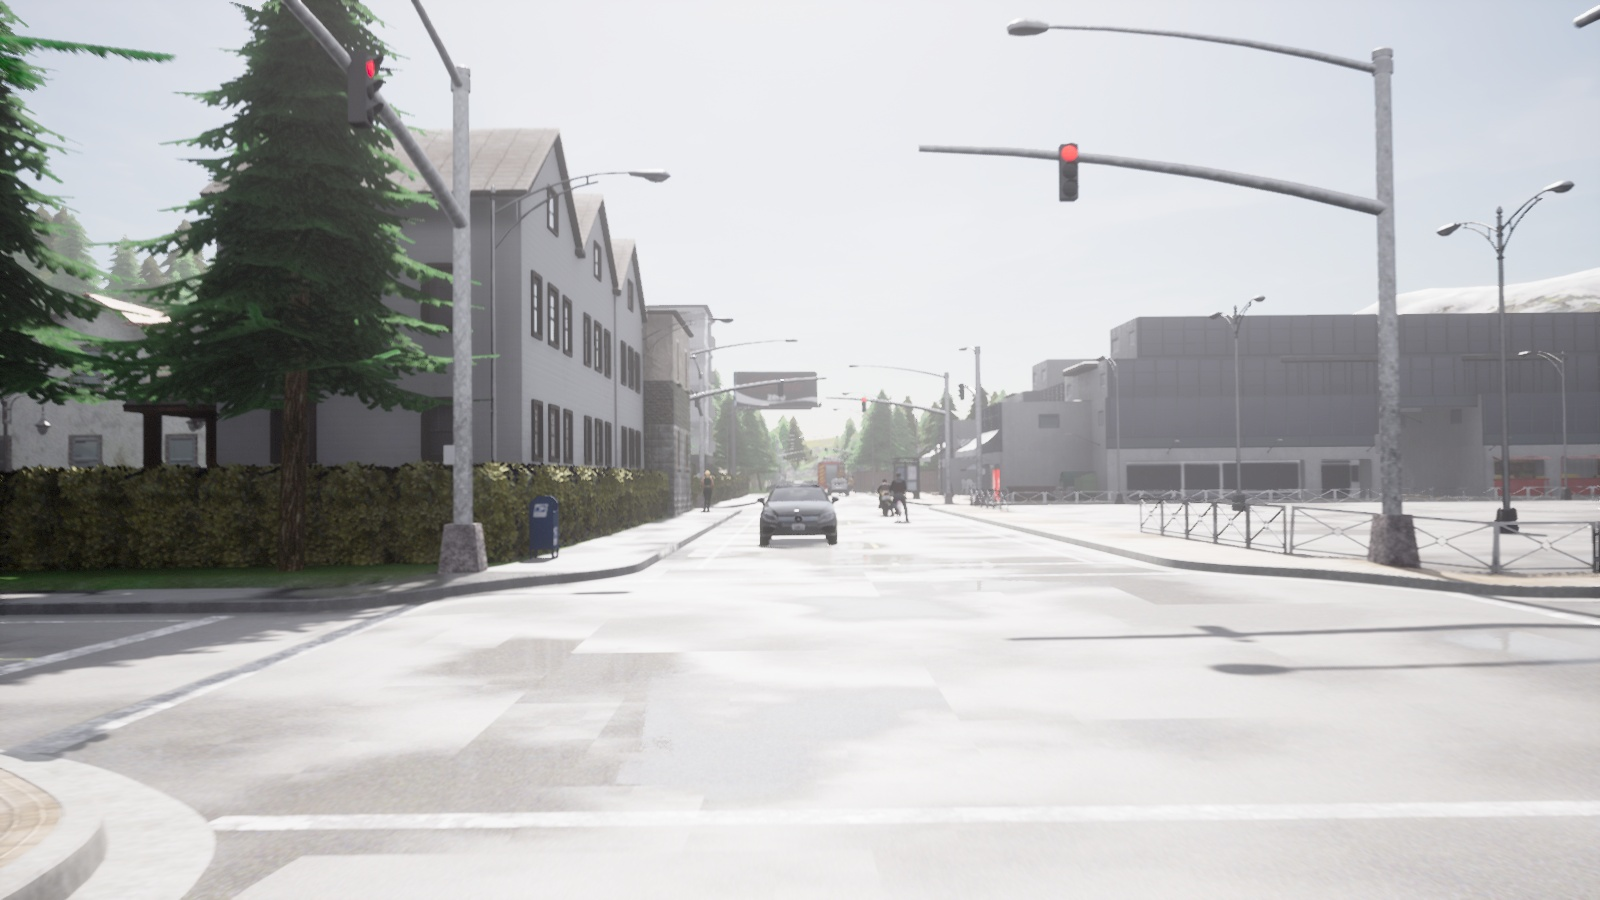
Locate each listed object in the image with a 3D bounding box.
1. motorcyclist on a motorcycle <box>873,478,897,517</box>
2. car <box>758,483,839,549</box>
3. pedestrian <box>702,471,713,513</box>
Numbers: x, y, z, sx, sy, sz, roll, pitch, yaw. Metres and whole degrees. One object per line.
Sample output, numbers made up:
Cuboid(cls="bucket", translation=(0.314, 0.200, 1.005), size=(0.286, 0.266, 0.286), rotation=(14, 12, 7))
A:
Cuboid(cls="motorcyclist on a motorcycle", translation=(3.448, 1.921, 51.017), size=(0.797, 1.523, 2.044), rotation=(-1, -1, 0))
Cuboid(cls="car", translation=(-0.038, 1.567, 30.978), size=(1.812, 1.442, 4.674), rotation=(-1, -1, 0))
Cuboid(cls="pedestrian", translation=(-4.070, 1.850, 55.319), size=(0.345, 1.836, 0.594), rotation=(-1, -1, 4))
